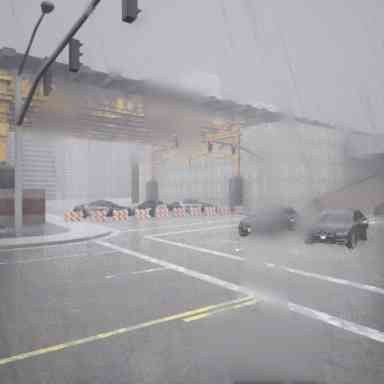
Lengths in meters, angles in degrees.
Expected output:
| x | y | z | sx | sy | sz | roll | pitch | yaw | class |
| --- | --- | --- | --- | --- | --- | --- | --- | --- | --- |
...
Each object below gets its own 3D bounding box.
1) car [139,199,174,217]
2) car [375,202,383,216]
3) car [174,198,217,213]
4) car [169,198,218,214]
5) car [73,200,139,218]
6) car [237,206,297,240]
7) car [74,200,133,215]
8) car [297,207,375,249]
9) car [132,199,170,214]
| x | y | z | sx | sy | sz | roll | pitch | yaw | class |
| --- | --- | --- | --- | --- | --- | --- | --- | --- | --- |
| -3.800 | 1.452 | 31.485 | 2.038 | 1.542 | 4.974 | 0 | 0 | 18 | car |
| 19.019 | 1.477 | 31.347 | 5.008 | 1.535 | 1.882 | 0 | 0 | -37 | car |
| 0.056 | 1.294 | 35.241 | 4.536 | 1.218 | 1.853 | 0 | 0 | -7 | car |
| 0.108 | 1.452 | 35.247 | 4.974 | 1.542 | 2.038 | 0 | 0 | -7 | car |
| -7.544 | 1.452 | 28.798 | 4.974 | 1.542 | 2.038 | 0 | 0 | 8 | car |
| 4.124 | 1.504 | 17.142 | 1.837 | 1.490 | 4.892 | 0 | 0 | 38 | car |
| -7.595 | 1.295 | 28.805 | 4.536 | 1.218 | 1.853 | 0 | 0 | 8 | car |
| 6.527 | 1.504 | 14.745 | 1.837 | 1.490 | 4.892 | 0 | 0 | 38 | car |
| -3.784 | 1.295 | 31.535 | 1.853 | 1.218 | 4.536 | 0 | 0 | 18 | car |
